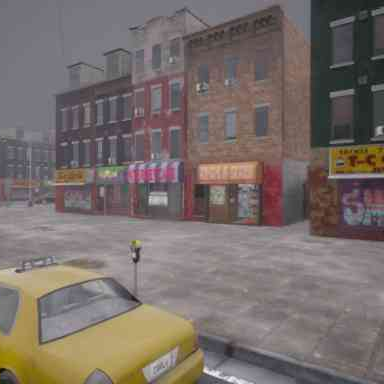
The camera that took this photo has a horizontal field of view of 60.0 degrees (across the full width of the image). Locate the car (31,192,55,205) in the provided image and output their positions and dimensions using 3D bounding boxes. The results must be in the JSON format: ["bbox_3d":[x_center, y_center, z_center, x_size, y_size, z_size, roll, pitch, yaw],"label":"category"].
[{"bbox_3d":[-18.845,0.825,44.333,1.837,1.490,4.892,0,2,35],"label":"car"}]

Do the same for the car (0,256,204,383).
[{"bbox_3d":[-2.159,1.525,4.338,4.829,1.417,1.752,0,0,35],"label":"car"}]
